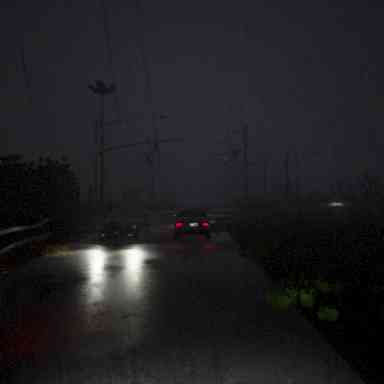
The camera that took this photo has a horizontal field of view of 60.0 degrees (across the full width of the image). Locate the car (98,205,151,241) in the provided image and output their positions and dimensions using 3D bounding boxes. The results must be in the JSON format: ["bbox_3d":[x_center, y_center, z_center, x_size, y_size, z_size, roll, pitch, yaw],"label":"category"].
[{"bbox_3d":[-3.252,1.466,16.715,1.882,1.535,5.008,0,0,0],"label":"car"}]

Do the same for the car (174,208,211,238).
[{"bbox_3d":[0.005,1.531,17.533,2.033,1.411,5.357,0,0,0],"label":"car"}]
